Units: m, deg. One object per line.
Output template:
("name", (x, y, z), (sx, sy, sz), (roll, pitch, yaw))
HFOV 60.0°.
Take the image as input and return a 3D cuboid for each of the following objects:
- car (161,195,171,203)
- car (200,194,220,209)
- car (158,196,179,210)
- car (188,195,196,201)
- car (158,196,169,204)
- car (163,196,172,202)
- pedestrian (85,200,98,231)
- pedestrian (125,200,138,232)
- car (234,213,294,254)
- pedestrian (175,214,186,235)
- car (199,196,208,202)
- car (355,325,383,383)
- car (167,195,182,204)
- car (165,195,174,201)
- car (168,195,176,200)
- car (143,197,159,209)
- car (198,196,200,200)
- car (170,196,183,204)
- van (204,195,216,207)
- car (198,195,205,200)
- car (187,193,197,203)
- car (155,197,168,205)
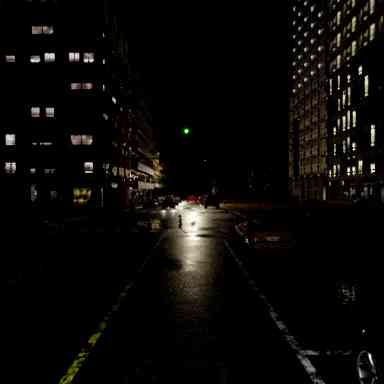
("car", (-5.687, 1.509, 73.270), (1.967, 1.590, 4.097), (0, 0, 0))
("car", (2.690, 1.339, 45.636), (2.192, 1.841, 5.009), (0, 0, 0))
("car", (-3.118, 1.570, 44.544), (2.033, 1.411, 5.357), (0, 0, -4))
("car", (0.009, 1.545, 84.829), (2.033, 1.411, 5.357), (0, 0, 0))
("car", (-5.687, 1.602, 67.742), (1.887, 1.381, 4.507), (0, 0, 0))
("car", (-5.686, 1.661, 78.796), (1.802, 1.307, 4.206), (0, 0, 0))
("pedestrian", (-5.806, 1.305, 19.104), (0.375, 1.860, 0.375), (0, 0, 0))
("pedestrian", (-3.372, 1.307, 18.590), (0.375, 1.860, 0.375), (0, 0, 0))
("car", (2.688, 1.527, 13.393), (1.752, 1.417, 4.829), (0, 0, 0))
("pedestrian", (-0.598, 1.678, 17.596), (0.500, 1.100, 0.500), (0, 0, 0))
("car", (2.694, 1.624, 78.795), (1.887, 1.381, 4.507), (0, 0, 0))
("car", (2.686, 1.566, 1.957), (1.947, 1.339, 4.313), (0, 0, 0))
("car", (-3.083, 1.584, 54.997), (2.033, 1.411, 5.357), (0, 0, 0))
("car", (-5.686, 1.531, 84.323), (1.967, 1.590, 4.097), (0, 0, 0))
("car", (-5.684, 1.640, 95.206), (1.752, 1.417, 4.829), (0, 0, 0))
("car", (-5.689, 1.575, 45.636), (2.008, 1.369, 4.403), (0, 0, 0))
("car", (2.692, 1.373, 67.741), (2.192, 1.841, 5.009), (0, 0, 0))
("car", (-3.030, 1.546, 65.933), (2.128, 1.511, 4.902), (0, 0, 1))
("van", (2.690, 1.372, 51.162), (1.690, 1.788, 3.998), (0, 0, 0))
("car", (2.696, 1.641, 95.545), (1.752, 1.417, 4.829), (0, 0, 0))
("car", (0.007, 1.296, 74.442), (2.150, 2.045, 5.566), (0, 0, 0))
("car", (-5.688, 1.598, 62.216), (2.008, 1.369, 4.403), (0, 0, 0))
